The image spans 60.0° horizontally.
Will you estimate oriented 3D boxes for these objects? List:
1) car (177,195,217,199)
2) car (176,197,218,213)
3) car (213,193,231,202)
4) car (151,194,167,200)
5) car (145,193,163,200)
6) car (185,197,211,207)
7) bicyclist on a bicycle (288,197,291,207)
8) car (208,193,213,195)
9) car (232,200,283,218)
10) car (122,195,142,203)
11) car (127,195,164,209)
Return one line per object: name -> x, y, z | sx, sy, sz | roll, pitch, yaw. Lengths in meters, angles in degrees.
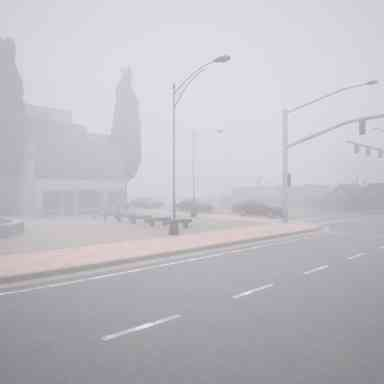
car -> 0.442, 1.491, 42.622 | 2.128, 1.511, 4.902 | 0, 0, -40
car -> 0.283, 1.601, 37.393 | 1.895, 1.301, 4.718 | 0, 0, -40
car -> 6.859, 1.395, 69.063 | 3.806, 1.475, 1.970 | 0, 0, -42
car -> -6.235, 1.477, 50.524 | 1.882, 1.535, 5.008 | 0, 0, -40
car -> -10.040, 1.153, 88.044 | 4.605, 1.855, 1.932 | 0, 0, -42
car -> 0.909, 1.564, 53.205 | 1.994, 1.385, 4.181 | 0, 0, -40
bicyclist on a bicycle -> 12.886, 1.261, 44.843 | 1.656, 1.620, 0.582 | -7, 4, -40
car -> 4.940, 1.156, 71.231 | 3.866, 1.878, 1.905 | 0, 0, -42
car -> 6.325, 1.478, 30.261 | 1.882, 1.535, 5.008 | 0, 0, -40
car -> -12.528, 1.477, 69.004 | 1.882, 1.535, 5.008 | 0, 0, -40
car -> -6.604, 1.547, 45.520 | 2.033, 1.411, 5.357 | 0, 0, -41
